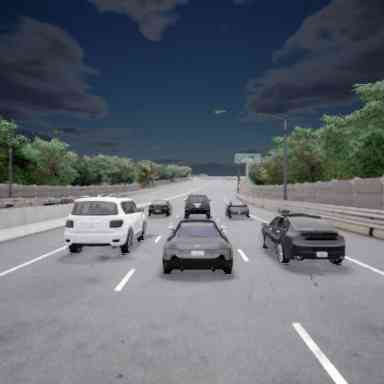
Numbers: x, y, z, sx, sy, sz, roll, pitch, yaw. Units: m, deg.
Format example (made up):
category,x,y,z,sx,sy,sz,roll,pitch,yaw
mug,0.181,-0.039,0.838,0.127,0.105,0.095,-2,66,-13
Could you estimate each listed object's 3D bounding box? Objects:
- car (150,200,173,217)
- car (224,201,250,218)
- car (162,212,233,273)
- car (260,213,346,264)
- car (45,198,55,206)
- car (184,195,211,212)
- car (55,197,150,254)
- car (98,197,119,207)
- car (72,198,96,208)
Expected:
category,x,y,z,sx,sy,sz,roll,pitch,yaw
car,-2.929,1.495,31.715,1.882,1.535,5.008,0,0,2
car,4.030,1.514,30.140,2.128,1.511,4.902,0,0,1
car,0.171,1.571,10.712,1.994,1.385,4.181,0,0,1
car,3.683,1.514,11.781,1.837,1.490,4.892,0,0,1
car,-19.967,1.556,49.799,2.033,1.411,5.357,0,0,3
car,0.506,1.240,29.380,2.150,2.045,5.566,0,0,1
car,-3.298,1.229,13.653,2.150,2.045,5.566,0,0,1
car,-12.875,1.519,51.708,1.837,1.490,4.892,0,0,3
car,-16.413,1.612,50.942,1.895,1.301,4.718,0,0,3
